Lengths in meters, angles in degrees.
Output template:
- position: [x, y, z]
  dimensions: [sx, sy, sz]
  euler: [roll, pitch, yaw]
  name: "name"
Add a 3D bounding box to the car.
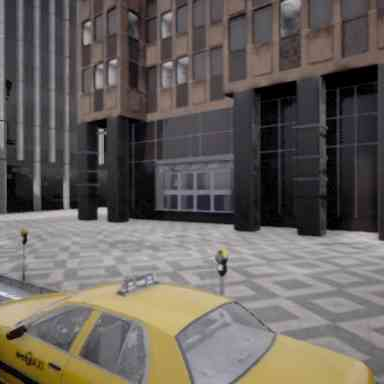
- position: [-0.752, 1.544, 3.512]
  dimensions: [4.829, 1.417, 1.752]
  euler: [-1, 0, 36]
  name: "car"
